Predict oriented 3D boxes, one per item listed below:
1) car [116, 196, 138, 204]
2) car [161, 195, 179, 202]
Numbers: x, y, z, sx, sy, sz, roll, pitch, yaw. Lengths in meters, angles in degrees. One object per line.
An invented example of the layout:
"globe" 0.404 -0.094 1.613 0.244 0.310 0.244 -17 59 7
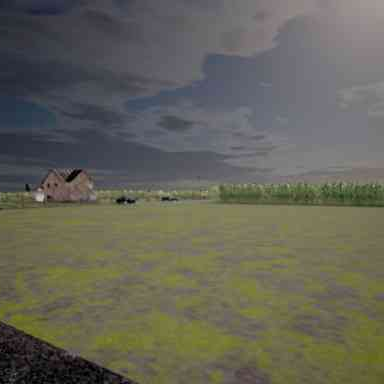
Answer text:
"car" -12.452 1.623 64.223 1.837 1.490 4.892 -1 -1 35
"car" -4.880 1.509 75.183 2.128 1.511 4.902 -1 -1 35
